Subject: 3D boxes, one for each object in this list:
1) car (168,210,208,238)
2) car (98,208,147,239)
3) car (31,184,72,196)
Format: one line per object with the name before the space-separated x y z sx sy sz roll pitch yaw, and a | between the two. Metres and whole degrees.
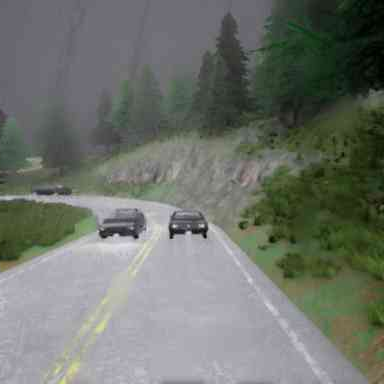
car | -0.275 1.603 17.599 1.895 1.301 4.718 -1 0 -3
car | -3.507 1.590 17.840 2.033 1.411 5.357 -1 0 -1
car | -16.907 -0.200 39.881 5.008 1.535 1.882 1 4 16
